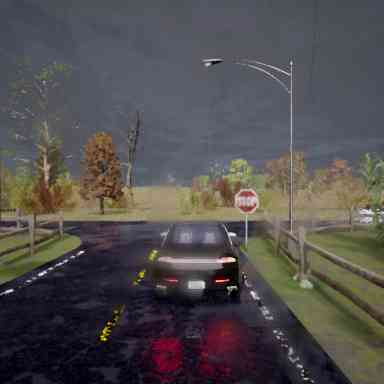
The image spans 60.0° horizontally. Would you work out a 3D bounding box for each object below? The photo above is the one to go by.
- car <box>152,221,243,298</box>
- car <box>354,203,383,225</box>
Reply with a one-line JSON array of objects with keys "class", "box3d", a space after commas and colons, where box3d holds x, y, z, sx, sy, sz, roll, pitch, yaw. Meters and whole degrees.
[{"class": "car", "box3d": [0.152, 1.492, 8.515, 2.128, 1.511, 4.902, 0, 0, 2]}, {"class": "car", "box3d": [12.882, 1.493, 21.227, 4.674, 1.442, 1.812, 0, 0, 1]}]
